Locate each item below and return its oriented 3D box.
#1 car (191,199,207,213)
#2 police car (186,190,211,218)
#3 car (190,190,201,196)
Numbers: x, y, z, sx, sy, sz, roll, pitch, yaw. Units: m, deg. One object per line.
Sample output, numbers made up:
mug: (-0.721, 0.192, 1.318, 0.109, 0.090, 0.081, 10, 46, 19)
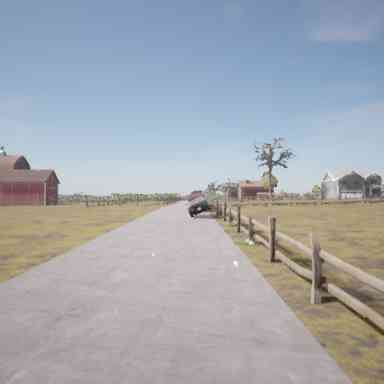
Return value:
car: (0.825, 1.661, 40.426, 1.812, 1.442, 4.674, 0, 0, 0)
police car: (0.508, 1.250, 30.548, 1.930, 1.638, 5.238, -26, 0, 0)
car: (0.745, 1.120, 46.510, 2.150, 2.045, 5.566, -6, -10, -1)
